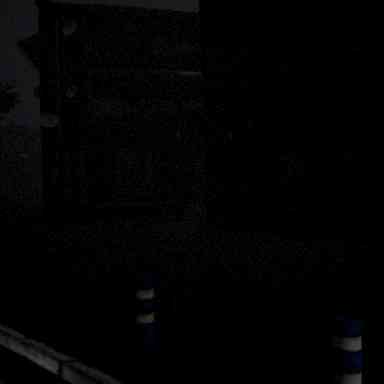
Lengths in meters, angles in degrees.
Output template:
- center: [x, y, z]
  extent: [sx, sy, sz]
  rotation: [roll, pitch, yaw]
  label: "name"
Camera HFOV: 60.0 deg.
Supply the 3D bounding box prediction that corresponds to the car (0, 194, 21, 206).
- center: [-21.038, 0.868, 35.423]
  extent: [2.033, 1.411, 5.357]
  rotation: [-2, 1, 24]
  label: "car"
